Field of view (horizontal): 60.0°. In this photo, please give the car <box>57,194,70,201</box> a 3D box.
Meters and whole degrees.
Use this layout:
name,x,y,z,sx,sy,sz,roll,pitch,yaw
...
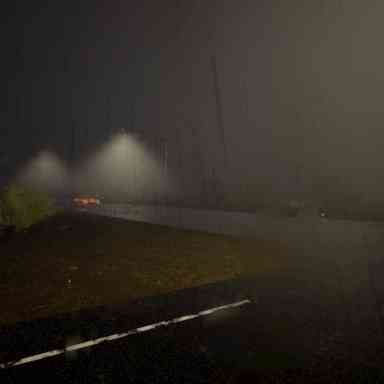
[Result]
name,x,y,z,sx,sy,sz,roll,pitch,yaw
car,-28.403,1.110,73.800,1.837,1.490,4.892,0,0,-37

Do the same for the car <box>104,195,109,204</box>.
name,x,y,z,sx,sy,sz,roll,pitch,yaw
car,-15.896,1.226,57.311,2.128,1.511,4.902,0,0,-37

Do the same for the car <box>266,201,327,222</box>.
name,x,y,z,sx,sy,sz,roll,pitch,yaw
car,7.960,1.425,25.860,2.128,1.511,4.902,0,0,-37

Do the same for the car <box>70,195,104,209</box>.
name,x,y,z,sx,sy,sz,roll,pitch,yaw
car,-13.497,1.169,42.569,2.097,1.767,4.553,0,0,-37
